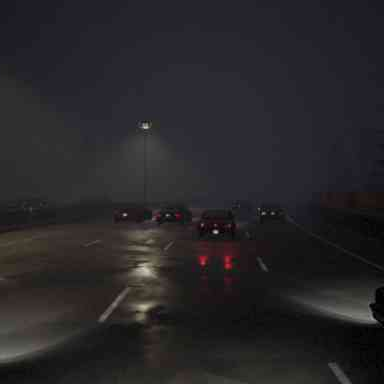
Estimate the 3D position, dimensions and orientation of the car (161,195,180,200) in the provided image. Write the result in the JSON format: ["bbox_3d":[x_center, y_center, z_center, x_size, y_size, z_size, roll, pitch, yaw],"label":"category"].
[{"bbox_3d":[-4.637,1.509,79.104,2.097,1.767,4.553,0,0,28],"label":"car"}]

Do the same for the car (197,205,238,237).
[{"bbox_3d":[1.455,1.643,18.309,1.895,1.301,4.718,0,0,8],"label":"car"}]

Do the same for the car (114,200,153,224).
[{"bbox_3d":[-4.433,1.611,25.748,1.994,1.385,4.181,0,0,10],"label":"car"}]

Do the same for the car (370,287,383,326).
[{"bbox_3d":[3.689,1.561,2.824,2.033,1.411,5.357,0,0,2],"label":"car"}]

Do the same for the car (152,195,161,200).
[{"bbox_3d":[-7.711,1.499,80.778,2.097,1.767,4.553,0,0,28],"label":"car"}]

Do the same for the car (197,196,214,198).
[{"bbox_3d":[3.570,1.388,79.549,1.895,1.301,4.718,0,0,29],"label":"car"}]

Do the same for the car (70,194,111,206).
[{"bbox_3d":[-12.039,1.285,40.978,2.150,2.045,5.566,0,0,15],"label":"car"}]

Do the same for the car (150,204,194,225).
[{"bbox_3d":[-1.168,1.598,24.408,2.033,1.411,5.357,0,0,10],"label":"car"}]

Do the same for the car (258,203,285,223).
[{"bbox_3d":[6.353,1.617,26.634,2.033,1.411,5.357,0,0,11],"label":"car"}]

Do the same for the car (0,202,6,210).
[{"bbox_3d":[-22.358,1.527,42.882,1.882,1.535,5.008,0,0,15],"label":"car"}]

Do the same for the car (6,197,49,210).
[{"bbox_3d":[-19.453,1.401,40.090,2.097,1.767,4.553,0,0,14],"label":"car"}]

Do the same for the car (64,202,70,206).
[{"bbox_3d":[-14.844,1.591,43.881,1.812,1.442,4.674,0,0,16],"label":"car"}]

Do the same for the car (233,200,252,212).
[{"bbox_3d":[6.119,1.646,40.359,2.033,1.411,5.357,0,0,17],"label":"car"}]
